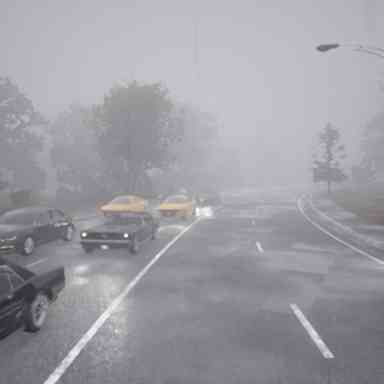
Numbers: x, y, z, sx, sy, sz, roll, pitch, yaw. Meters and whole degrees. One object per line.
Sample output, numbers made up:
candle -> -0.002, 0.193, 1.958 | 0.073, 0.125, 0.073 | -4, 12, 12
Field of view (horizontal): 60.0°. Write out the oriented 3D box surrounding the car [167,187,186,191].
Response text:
car -> -1.790, 0.336, 34.244 | 2.097, 1.767, 4.553 | 0, 3, 17

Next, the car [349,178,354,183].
car -> 39.852, -2.806, 81.994 | 4.718, 1.301, 1.895 | -4, 2, -41

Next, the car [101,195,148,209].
car -> -4.553, 1.015, 22.994 | 1.882, 1.535, 5.008 | 0, 3, 11

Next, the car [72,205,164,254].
car -> -2.615, 1.450, 13.106 | 1.895, 1.301, 4.718 | 0, 1, 7

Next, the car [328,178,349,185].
car -> 32.610, -2.277, 74.668 | 2.033, 1.411, 5.357 | 0, 3, 44

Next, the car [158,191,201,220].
car -> -0.965, 0.981, 23.170 | 1.882, 1.535, 5.008 | 0, 3, 12

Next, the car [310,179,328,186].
car -> 28.183, -2.131, 74.915 | 1.812, 1.442, 4.674 | 0, 3, 41

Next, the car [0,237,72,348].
car -> -3.373, 1.583, 4.009 | 1.895, 1.301, 4.718 | 0, 0, 3

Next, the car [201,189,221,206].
car -> 1.622, 0.464, 33.433 | 2.128, 1.511, 4.902 | 0, 3, 17

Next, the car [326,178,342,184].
car -> 35.194, -2.737, 82.401 | 4.892, 1.490, 1.837 | -4, 3, -44

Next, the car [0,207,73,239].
car -> -6.160, 1.365, 12.677 | 1.837, 1.490, 4.892 | 0, 1, 6
